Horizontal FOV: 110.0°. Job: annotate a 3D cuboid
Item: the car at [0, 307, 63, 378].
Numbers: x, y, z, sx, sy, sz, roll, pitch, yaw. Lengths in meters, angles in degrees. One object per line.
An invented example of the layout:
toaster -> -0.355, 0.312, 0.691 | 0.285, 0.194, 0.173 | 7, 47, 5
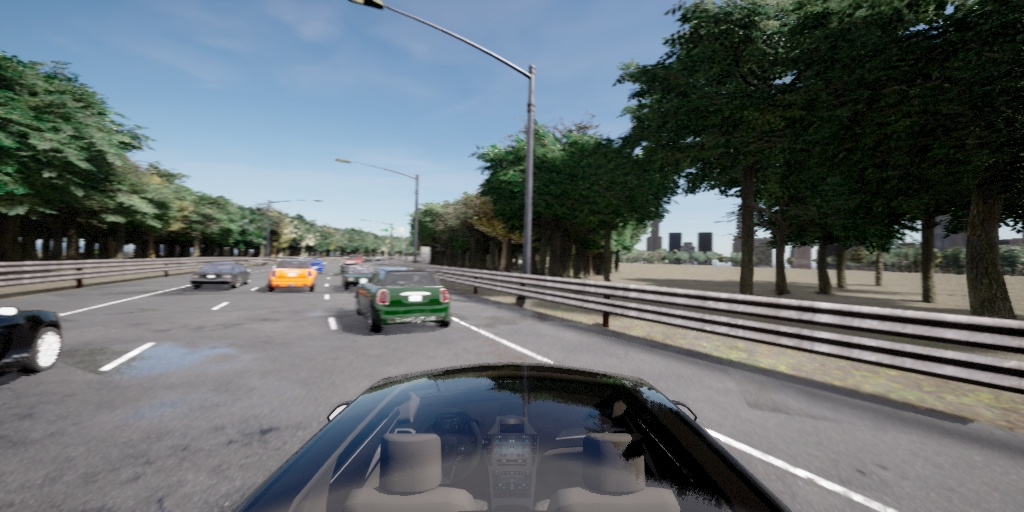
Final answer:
car -> -7.351, 1.053, 3.844 | 1.882, 1.535, 5.008 | 2, -1, -30

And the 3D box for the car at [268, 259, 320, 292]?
car -> -12.207, 0.957, 20.210 | 2.097, 1.767, 4.553 | 2, -1, -27

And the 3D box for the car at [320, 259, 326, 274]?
car -> -20.044, 1.023, 36.305 | 1.882, 1.535, 5.008 | 2, 0, -25

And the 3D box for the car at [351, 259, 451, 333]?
car -> -3.510, 1.101, 11.072 | 2.097, 1.767, 4.553 | 2, -1, -29

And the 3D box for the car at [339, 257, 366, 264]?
car -> -16.298, 1.137, 36.246 | 2.128, 1.511, 4.902 | 2, -1, -25

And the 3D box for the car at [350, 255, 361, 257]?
car -> -23.970, 0.955, 53.885 | 2.097, 1.767, 4.553 | 2, -1, -22

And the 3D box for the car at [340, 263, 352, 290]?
car -> -9.209, 1.301, 21.712 | 1.895, 1.301, 4.718 | 2, -1, -27

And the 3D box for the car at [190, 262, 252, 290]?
car -> -16.096, 1.048, 20.066 | 2.033, 1.411, 5.357 | 2, -1, -27
